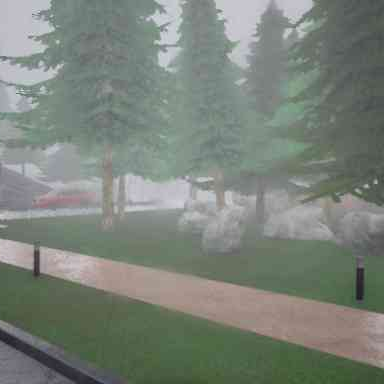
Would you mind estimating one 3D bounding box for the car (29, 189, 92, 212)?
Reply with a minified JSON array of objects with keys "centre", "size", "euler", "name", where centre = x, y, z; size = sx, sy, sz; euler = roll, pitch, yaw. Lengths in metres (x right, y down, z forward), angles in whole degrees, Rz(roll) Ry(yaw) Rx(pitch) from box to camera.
[{"centre":[-11.901,0.702,30.583],"size":[2.150,2.045,5.566],"euler":[1,1,36],"name":"car"}]
